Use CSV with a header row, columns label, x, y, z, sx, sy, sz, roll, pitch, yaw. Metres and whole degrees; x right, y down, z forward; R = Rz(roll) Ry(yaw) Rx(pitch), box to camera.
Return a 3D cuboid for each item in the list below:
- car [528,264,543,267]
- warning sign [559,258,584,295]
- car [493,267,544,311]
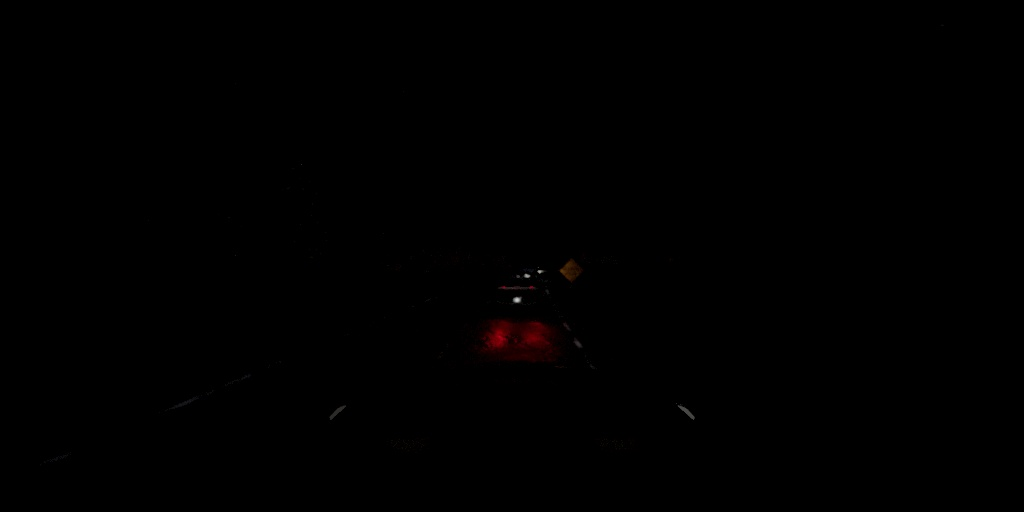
label,x,y,z,sx,sy,sz,roll,pitch,yaw
car,1.286,1.580,29.132,2.033,1.411,5.357,0,-1,6
warning sign,3.123,1.044,18.787,1.300,1.860,1.060,0,0,3
car,0.319,1.385,15.243,2.128,1.511,4.902,0,0,3
